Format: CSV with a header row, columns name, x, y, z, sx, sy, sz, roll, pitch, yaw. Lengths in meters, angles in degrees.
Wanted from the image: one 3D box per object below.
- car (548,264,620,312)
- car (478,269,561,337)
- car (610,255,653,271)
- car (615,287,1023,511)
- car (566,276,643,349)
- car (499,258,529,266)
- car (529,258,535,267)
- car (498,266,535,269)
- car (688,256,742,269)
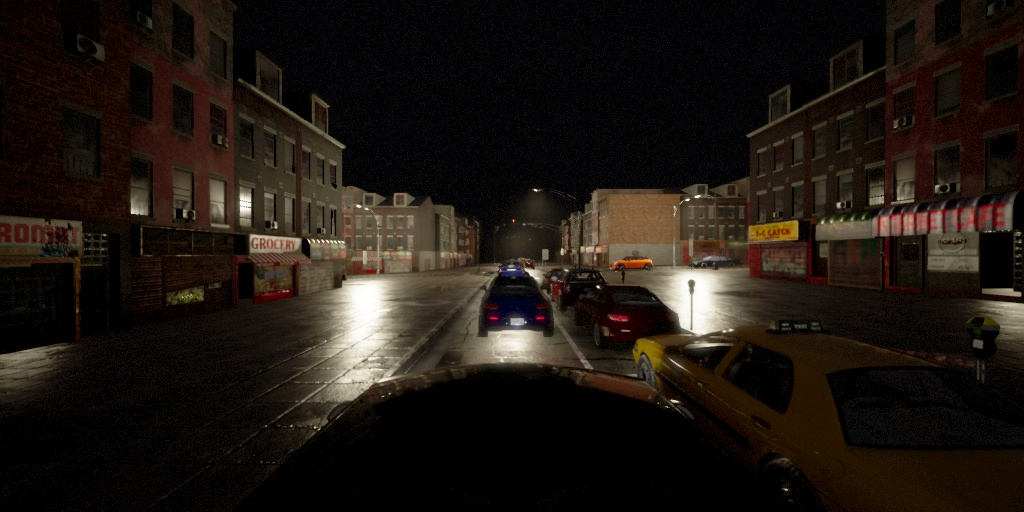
name,x,y,z,sx,sy,sz,roll,pitch,yaw
car,2.631,1.193,14.326,1.967,1.591,4.097,0,0,0
car,0.068,1.276,10.164,1.812,1.442,4.674,0,0,-1
car,13.335,0.732,40.308,4.553,1.767,2.097,-1,0,0
car,2.637,1.275,3.562,1.751,1.417,4.829,0,0,0
car,2.634,1.332,8.859,1.802,1.307,4.207,0,0,0
car,-0.026,1.123,27.453,2.097,1.767,4.553,0,0,0
car,2.606,1.305,57.133,1.967,1.591,4.097,0,0,0
car,0.096,1.357,17.555,1.895,1.301,4.718,0,0,0
car,22.822,0.682,40.333,5.357,1.411,2.033,-1,0,0
